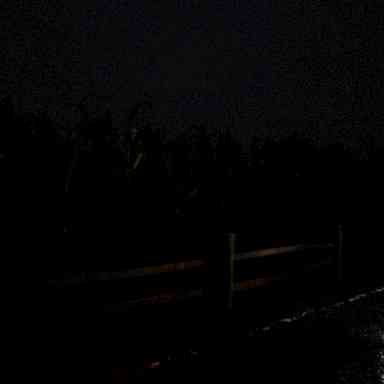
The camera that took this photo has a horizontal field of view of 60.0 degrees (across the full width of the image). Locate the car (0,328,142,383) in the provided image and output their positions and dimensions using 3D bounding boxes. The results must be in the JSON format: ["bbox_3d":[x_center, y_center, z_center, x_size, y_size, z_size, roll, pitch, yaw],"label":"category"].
[{"bbox_3d":[-2.343,1.528,1.334,4.674,1.442,1.812,0,0,-35],"label":"car"}]
